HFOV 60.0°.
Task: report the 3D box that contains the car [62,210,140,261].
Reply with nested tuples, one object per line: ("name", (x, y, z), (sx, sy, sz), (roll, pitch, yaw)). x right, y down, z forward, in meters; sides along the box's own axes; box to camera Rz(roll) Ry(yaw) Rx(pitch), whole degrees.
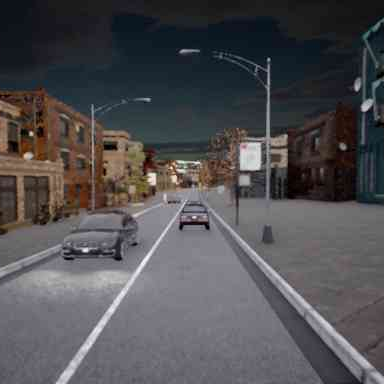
("car", (-3.120, 1.469, 12.222), (1.837, 1.490, 4.892), (0, 0, 0))

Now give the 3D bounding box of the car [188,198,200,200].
("car", (0.255, 1.419, 42.783), (1.895, 1.301, 4.718), (0, 0, 0))

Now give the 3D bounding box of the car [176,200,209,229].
("car", (0.143, 1.468, 21.205), (2.033, 1.411, 5.357), (0, 0, 0))

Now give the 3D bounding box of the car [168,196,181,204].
("car", (-2.853, 1.327, 54.517), (1.994, 1.385, 4.181), (0, 0, 1))
